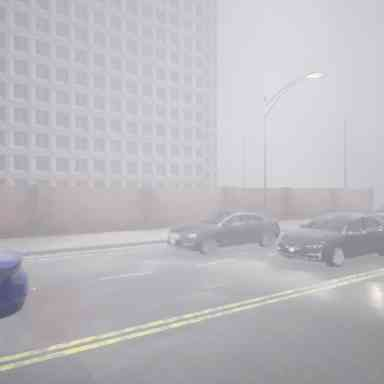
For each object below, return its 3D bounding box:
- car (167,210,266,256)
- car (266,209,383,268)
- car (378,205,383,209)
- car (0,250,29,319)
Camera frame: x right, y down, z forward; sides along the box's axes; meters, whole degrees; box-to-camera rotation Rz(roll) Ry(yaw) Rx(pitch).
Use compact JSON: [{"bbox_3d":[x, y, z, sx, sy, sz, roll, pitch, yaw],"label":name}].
[{"bbox_3d":[1.371,1.491,13.162,4.902,1.511,2.128,0,0,-33],"label":"car"},{"bbox_3d":[5.060,1.505,11.372,4.892,1.490,1.837,0,0,-33],"label":"car"},{"bbox_3d":[12.316,1.503,20.151,4.892,1.490,1.837,-1,0,-32],"label":"car"},{"bbox_3d":[-5.154,1.478,4.818,5.008,1.535,1.882,0,0,-33],"label":"car"}]
